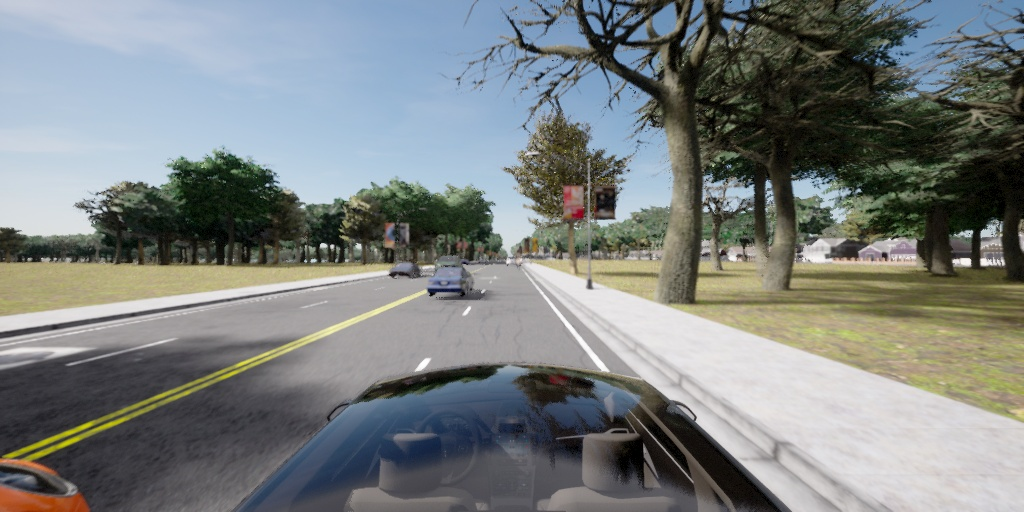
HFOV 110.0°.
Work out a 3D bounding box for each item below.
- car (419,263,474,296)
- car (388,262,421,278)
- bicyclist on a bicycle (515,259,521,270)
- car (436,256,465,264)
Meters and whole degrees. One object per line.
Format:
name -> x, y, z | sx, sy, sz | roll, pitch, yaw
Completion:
car -> -3.156, 1.300, 19.128 | 2.033, 1.411, 5.357 | 0, 0, 0
car -> -9.855, 1.302, 33.584 | 2.033, 1.411, 5.357 | 0, 0, 0
bicyclist on a bicycle -> 0.897, 1.196, 45.842 | 0.866, 1.612, 1.509 | 0, 0, 0
car -> -6.596, 0.978, 37.502 | 2.150, 2.045, 5.566 | 0, 0, 0
